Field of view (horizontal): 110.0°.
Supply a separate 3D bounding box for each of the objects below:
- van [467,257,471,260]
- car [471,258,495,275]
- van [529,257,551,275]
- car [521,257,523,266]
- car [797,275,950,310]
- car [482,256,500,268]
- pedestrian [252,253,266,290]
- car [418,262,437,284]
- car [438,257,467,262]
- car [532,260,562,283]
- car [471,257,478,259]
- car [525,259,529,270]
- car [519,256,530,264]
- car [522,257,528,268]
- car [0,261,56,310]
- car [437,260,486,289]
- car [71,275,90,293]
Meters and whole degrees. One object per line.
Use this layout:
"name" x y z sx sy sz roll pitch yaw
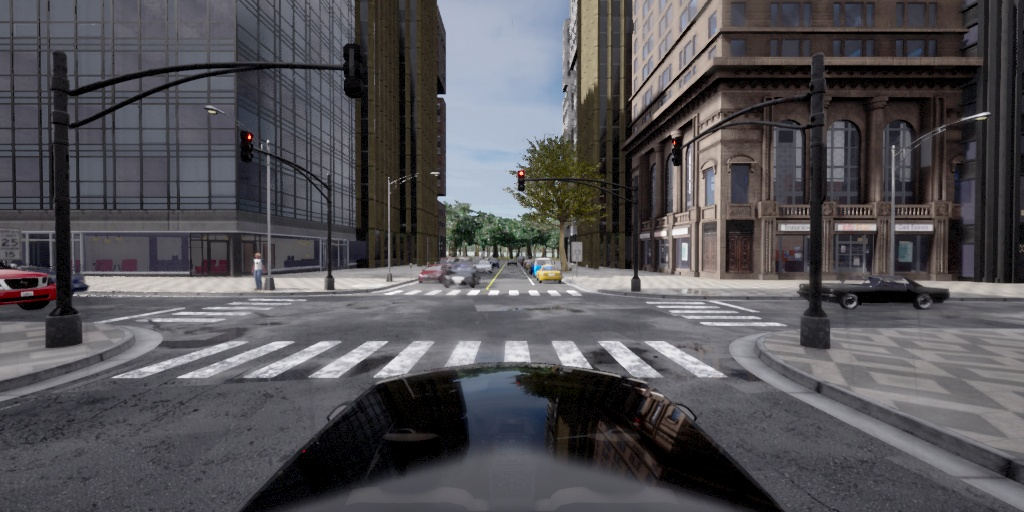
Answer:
"van" -5.786 1.050 38.315 1.690 1.789 3.998 0 0 0
"car" -3.117 1.233 39.141 1.812 1.442 4.674 0 0 0
"van" 2.743 1.060 32.649 1.690 1.789 3.998 0 0 0
"car" 2.729 1.213 55.366 1.888 1.381 4.507 0 0 0
"car" 14.702 1.444 14.820 4.718 1.301 1.895 0 1 0
"car" -3.078 1.015 56.915 2.097 1.767 4.553 0 0 1
"pedestrian" -12.533 0.741 17.779 0.375 1.860 0.375 0 0 0
"car" -5.779 1.311 26.954 1.802 1.307 4.207 0 0 0
"car" -5.782 1.034 32.635 2.192 1.841 5.009 0 0 0
"car" 2.747 1.254 27.138 1.751 1.417 4.829 0 0 0
"car" -5.789 1.011 43.995 2.192 1.841 5.009 0 0 0
"car" 2.740 1.275 38.328 1.948 1.339 4.313 0 0 0
"car" 2.726 1.202 61.046 2.007 1.370 4.403 0 0 0
"car" 2.733 1.208 49.857 1.751 1.417 4.829 0 0 0
"car" -18.381 0.842 11.526 5.566 2.045 2.150 1 1 0
"car" -3.112 1.225 23.081 2.128 1.511 4.902 0 0 0
"car" -20.812 1.108 14.695 5.357 1.411 2.033 1 1 0
